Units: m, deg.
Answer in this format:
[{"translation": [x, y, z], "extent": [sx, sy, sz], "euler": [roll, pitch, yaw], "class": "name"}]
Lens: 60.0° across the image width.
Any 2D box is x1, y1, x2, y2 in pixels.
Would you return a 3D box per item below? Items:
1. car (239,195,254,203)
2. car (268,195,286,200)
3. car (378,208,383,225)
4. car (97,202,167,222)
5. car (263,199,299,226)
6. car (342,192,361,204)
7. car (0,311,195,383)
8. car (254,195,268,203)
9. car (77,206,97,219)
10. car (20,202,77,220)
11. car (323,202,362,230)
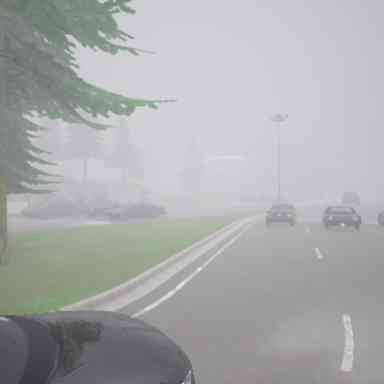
[{"translation": [10.629, 1.354, 64.042], "extent": [2.128, 1.511, 4.902], "euler": [0, 0, 30], "class": "car"}, {"translation": [15.300, 1.406, 58.101], "extent": [1.994, 1.385, 4.181], "euler": [0, 0, 30], "class": "car"}, {"translation": [12.784, 1.468, 20.334], "extent": [1.994, 1.385, 4.181], "euler": [0, 0, 20], "class": "car"}, {"translation": [-4.519, 1.541, 26.897], "extent": [5.357, 1.411, 2.033], "euler": [0, 0, -44], "class": "car"}, {"translation": [6.340, 1.484, 23.164], "extent": [2.033, 1.411, 5.357], "euler": [0, 0, 20], "class": "car"}, {"translation": [23.199, 1.032, 48.348], "extent": [2.150, 2.045, 5.566], "euler": [0, 0, 30], "class": "car"}, {"translation": [-2.219, 1.503, 1.990], "extent": [4.902, 1.511, 2.128], "euler": [0, 1, -32], "class": "car"}, {"translation": [13.893, 1.349, 62.713], "extent": [1.837, 1.490, 4.892], "euler": [0, 0, 30], "class": "car"}, {"translation": [-7.205, 1.606, 29.142], "extent": [1.895, 1.301, 4.718], "euler": [0, 0, 44], "class": "car"}, {"translation": [-12.015, 1.581, 29.228], "extent": [5.357, 1.411, 2.033], "euler": [0, 0, -44], "class": "car"}, {"translation": [9.170, 1.525, 20.682], "extent": [1.895, 1.301, 4.718], "euler": [0, 0, 19], "class": "car"}]
